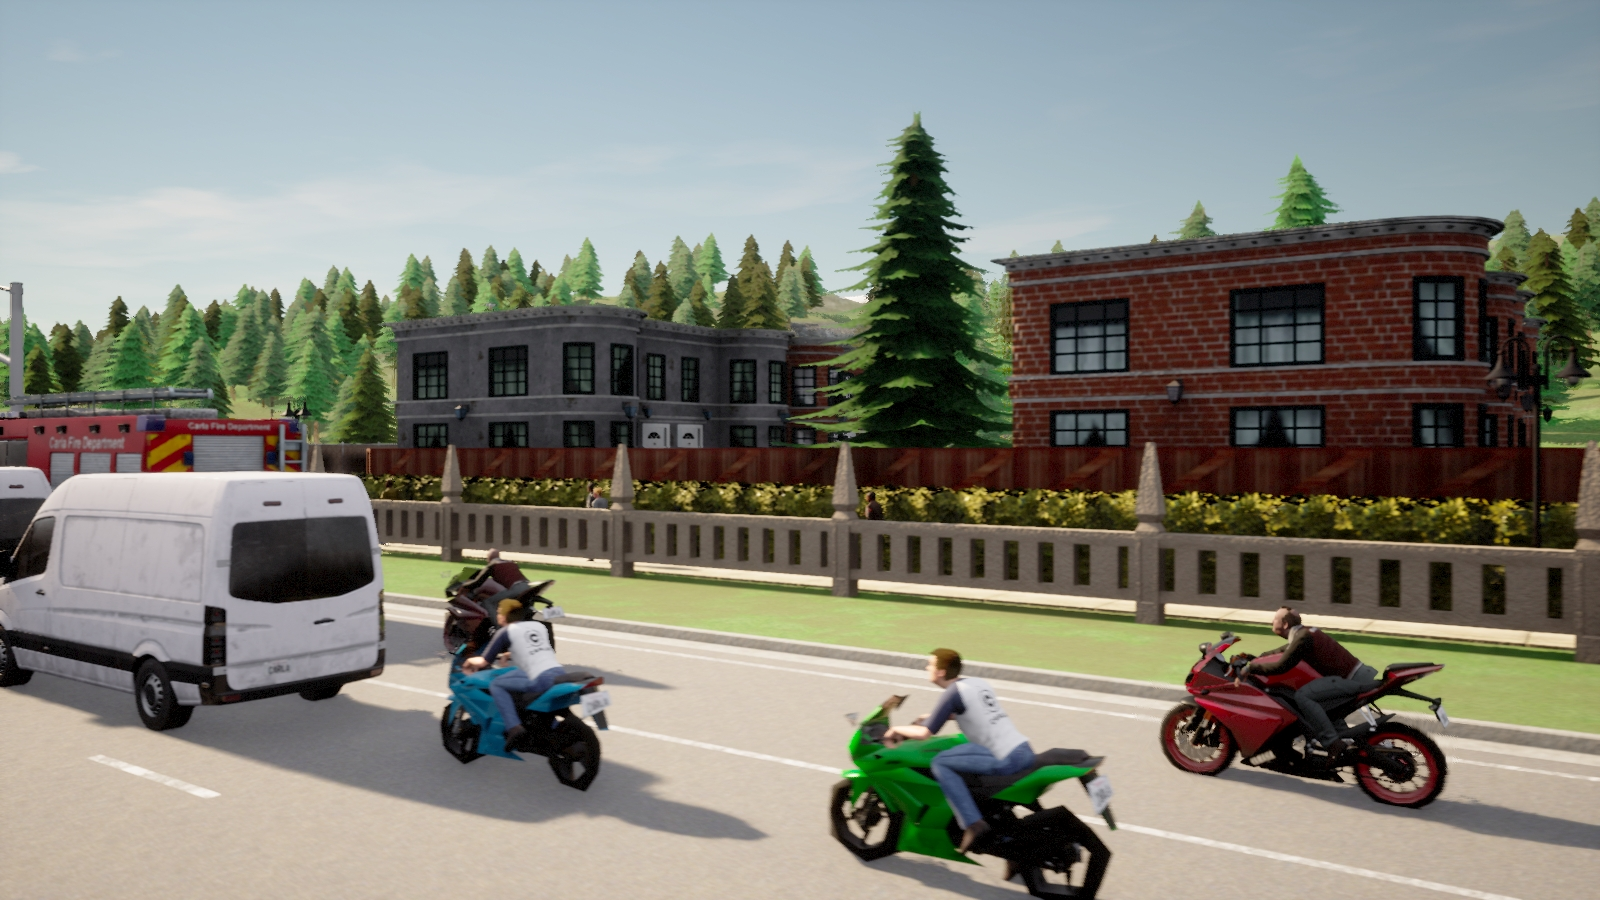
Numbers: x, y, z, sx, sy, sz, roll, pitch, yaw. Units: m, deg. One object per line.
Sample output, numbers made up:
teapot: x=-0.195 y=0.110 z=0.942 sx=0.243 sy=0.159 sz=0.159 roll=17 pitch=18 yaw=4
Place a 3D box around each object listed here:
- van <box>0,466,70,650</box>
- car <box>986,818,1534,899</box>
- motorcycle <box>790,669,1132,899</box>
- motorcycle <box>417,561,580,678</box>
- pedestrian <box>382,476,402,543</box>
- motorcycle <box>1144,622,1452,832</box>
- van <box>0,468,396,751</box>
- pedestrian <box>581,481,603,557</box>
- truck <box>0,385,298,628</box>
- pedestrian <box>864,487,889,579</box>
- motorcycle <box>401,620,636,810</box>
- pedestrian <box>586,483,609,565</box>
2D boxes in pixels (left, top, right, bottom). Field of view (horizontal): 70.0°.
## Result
van: x=-13.704 y=1.529 z=17.650 sx=5.915 sy=2.561 sz=1.988 roll=0 pitch=0 yaw=35
car: x=2.278 y=2.065 z=2.191 sx=4.193 sy=1.474 sz=1.816 roll=0 pitch=0 yaw=35
motorcycle: x=0.998 y=2.185 z=7.358 sx=2.033 sy=1.199 sz=0.803 roll=0 pitch=0 yaw=35
motorcycle: x=-4.024 y=2.202 z=15.148 sx=2.209 sy=1.251 sz=0.867 roll=0 pitch=0 yaw=35
pedestrian: x=-11.653 y=1.692 z=32.629 sx=0.375 sy=1.860 sz=0.375 roll=0 pitch=0 yaw=32
motorcycle: x=4.092 y=2.204 z=9.465 sx=2.209 sy=1.251 sz=0.867 roll=0 pitch=0 yaw=35
van: x=-7.348 y=1.531 z=13.196 sx=5.915 sy=2.561 sz=1.988 roll=0 pitch=0 yaw=35
pedestrian: x=-5.135 y=1.692 z=28.188 sx=0.375 sy=1.860 sz=0.375 roll=0 pitch=0 yaw=33
truck: x=-13.233 y=0.885 z=21.592 sx=8.468 sy=3.827 sz=2.891 roll=0 pitch=0 yaw=35
pedestrian: x=1.565 y=1.693 z=23.450 sx=0.375 sy=1.860 sz=0.375 roll=0 pitch=0 yaw=37
motorcycle: x=-2.432 y=2.184 z=9.760 sx=2.033 sy=1.199 sz=0.803 roll=0 pitch=0 yaw=35
pedestrian: x=-4.671 y=1.692 z=26.387 sx=0.375 sy=1.860 sz=0.375 roll=0 pitch=0 yaw=36
